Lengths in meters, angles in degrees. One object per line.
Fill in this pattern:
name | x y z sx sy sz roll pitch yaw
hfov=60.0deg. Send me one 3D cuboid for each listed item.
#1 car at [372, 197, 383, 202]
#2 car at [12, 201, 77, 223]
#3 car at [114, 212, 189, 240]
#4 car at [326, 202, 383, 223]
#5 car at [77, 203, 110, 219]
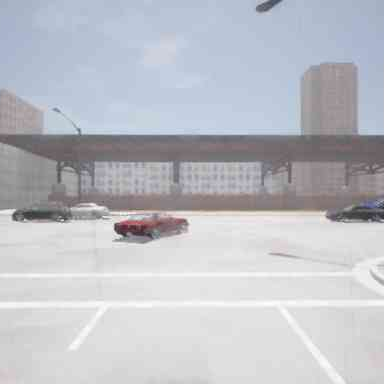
car | 18.085 1.488 30.999 5.566 2.045 2.150 0 0 1
car | -12.504 1.591 27.853 4.553 1.767 2.097 0 0 1
car | -1.994 1.757 18.159 1.895 1.301 4.718 0 -1 28
car | 13.529 1.763 27.542 4.674 1.442 1.812 0 0 1
car | -10.153 1.795 31.312 4.674 1.442 1.812 0 0 0
